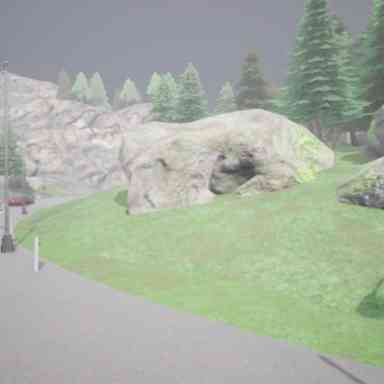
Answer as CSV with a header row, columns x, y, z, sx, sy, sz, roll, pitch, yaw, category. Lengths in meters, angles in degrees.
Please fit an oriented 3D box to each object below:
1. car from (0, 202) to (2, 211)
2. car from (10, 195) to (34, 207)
x,y,z,sx,sy,sz,roll,pitch,yaw,category
-20.406,1.274,32.681,1.882,1.535,5.008,0,1,-12,car
-21.915,1.095,42.494,1.994,1.385,4.181,-1,2,-1,car
